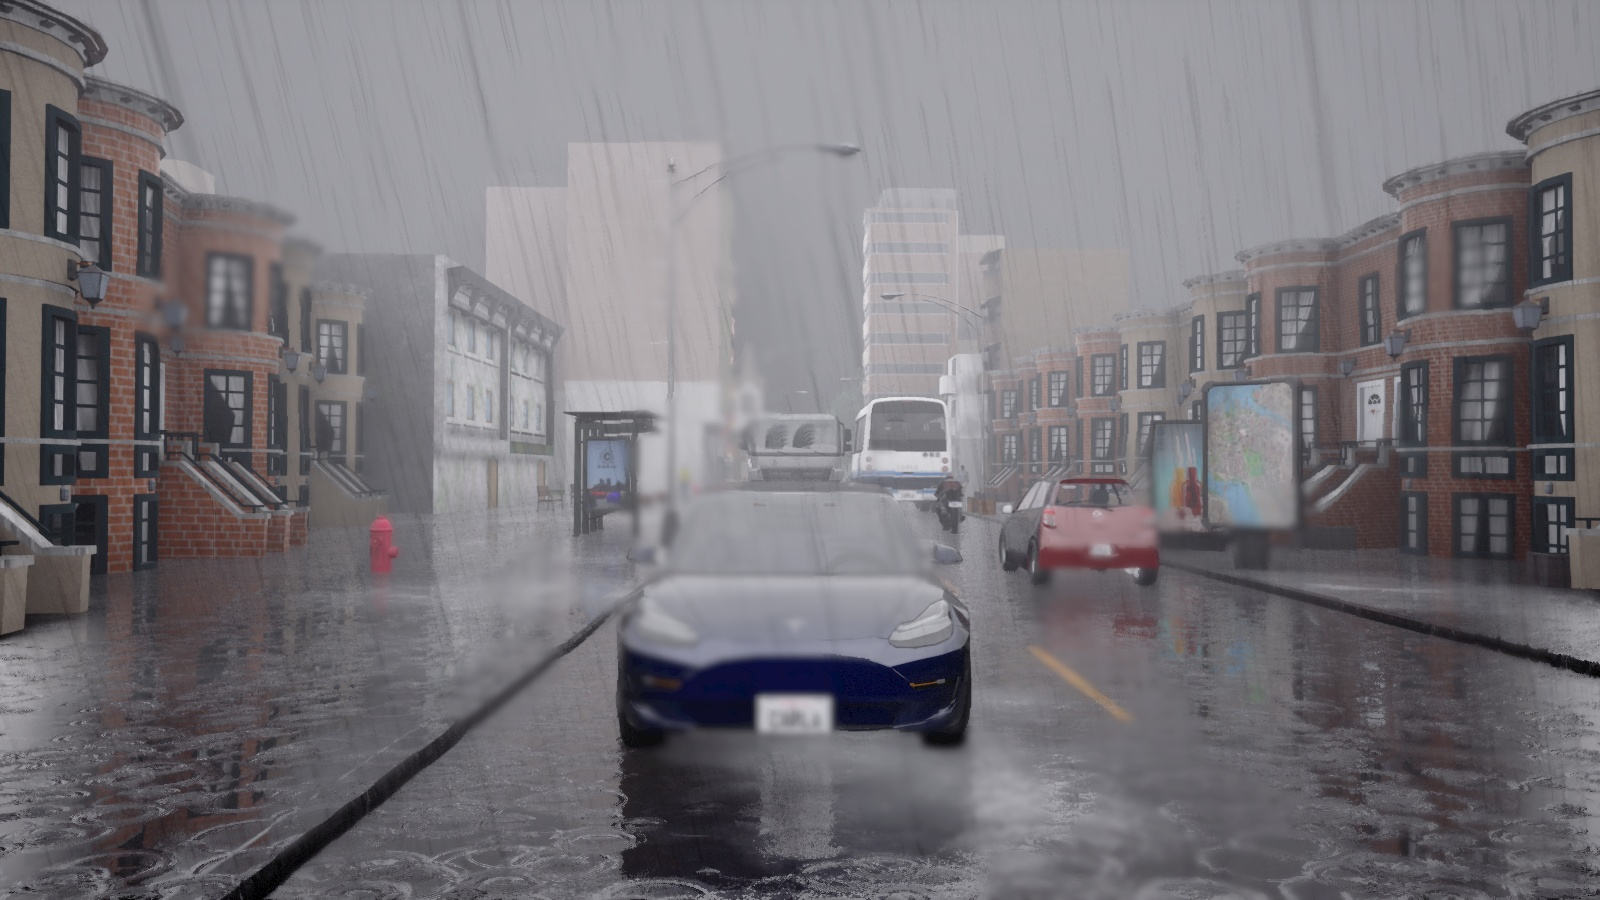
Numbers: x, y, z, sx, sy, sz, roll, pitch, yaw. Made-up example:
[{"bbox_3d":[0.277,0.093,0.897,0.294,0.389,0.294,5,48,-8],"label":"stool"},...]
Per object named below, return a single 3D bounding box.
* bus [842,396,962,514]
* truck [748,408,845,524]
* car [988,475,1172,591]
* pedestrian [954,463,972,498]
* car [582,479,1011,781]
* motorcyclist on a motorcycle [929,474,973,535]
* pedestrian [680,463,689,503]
[{"bbox_3d":[3.859,0.269,50.540,3.944,4.253,10.273,0,-1,0],"label":"bus"},{"bbox_3d":[-0.116,0.530,41.580,2.891,3.462,7.936,0,-1,0],"label":"truck"},{"bbox_3d":[3.951,1.119,18.293,1.845,1.501,3.633,0,-1,0],"label":"car"},{"bbox_3d":[8.694,1.611,66.928,0.874,1.855,0.900,0,-1,12],"label":"pedestrian"},{"bbox_3d":[-0.024,0.961,8.751,2.163,1.488,4.792,0,-1,0],"label":"car"},{"bbox_3d":[3.912,1.383,32.753,0.866,1.530,2.191,0,-1,0],"label":"motorcyclist on a motorcycle"},{"bbox_3d":[-5.393,1.528,58.627,0.354,1.836,0.706,0,-1,-14],"label":"pedestrian"}]
